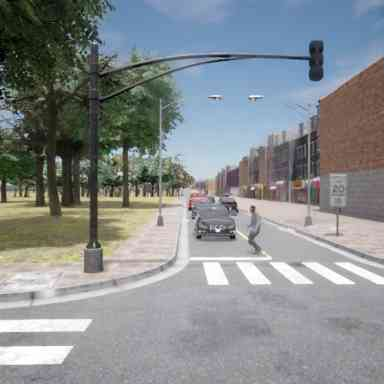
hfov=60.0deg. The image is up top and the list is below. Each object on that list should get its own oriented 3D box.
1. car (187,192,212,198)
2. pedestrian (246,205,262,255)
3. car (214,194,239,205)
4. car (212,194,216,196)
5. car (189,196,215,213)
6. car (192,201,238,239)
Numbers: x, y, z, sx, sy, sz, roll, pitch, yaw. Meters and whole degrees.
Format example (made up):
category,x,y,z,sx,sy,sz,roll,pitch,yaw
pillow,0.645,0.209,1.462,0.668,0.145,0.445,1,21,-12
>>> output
category,x,y,z,sx,sy,sz,roll,pitch,yaw
car,0.694,0.999,37.980,2.150,2.045,5.566,0,0,-1
pedestrian,2.233,1.302,11.851,0.375,1.860,0.375,1,0,-1
car,3.684,1.314,35.289,1.837,1.490,4.892,0,0,-1
car,3.156,1.186,61.589,2.128,1.511,4.902,0,0,-1
car,0.899,1.360,27.271,1.837,1.490,4.892,0,0,-1
car,1.097,1.453,17.221,1.837,1.490,4.892,0,1,-1
